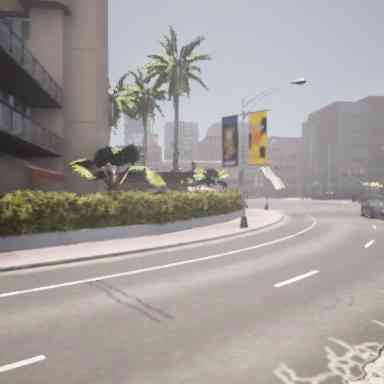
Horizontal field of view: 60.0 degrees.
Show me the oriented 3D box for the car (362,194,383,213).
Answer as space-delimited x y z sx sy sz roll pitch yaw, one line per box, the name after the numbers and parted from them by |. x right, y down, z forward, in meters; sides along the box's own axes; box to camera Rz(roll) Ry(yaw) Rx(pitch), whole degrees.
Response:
19.780 1.168 34.535 2.097 1.767 4.553 -1 0 4 | car

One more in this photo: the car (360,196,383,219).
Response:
15.096 1.351 26.978 2.128 1.511 4.902 0 0 14 | car
